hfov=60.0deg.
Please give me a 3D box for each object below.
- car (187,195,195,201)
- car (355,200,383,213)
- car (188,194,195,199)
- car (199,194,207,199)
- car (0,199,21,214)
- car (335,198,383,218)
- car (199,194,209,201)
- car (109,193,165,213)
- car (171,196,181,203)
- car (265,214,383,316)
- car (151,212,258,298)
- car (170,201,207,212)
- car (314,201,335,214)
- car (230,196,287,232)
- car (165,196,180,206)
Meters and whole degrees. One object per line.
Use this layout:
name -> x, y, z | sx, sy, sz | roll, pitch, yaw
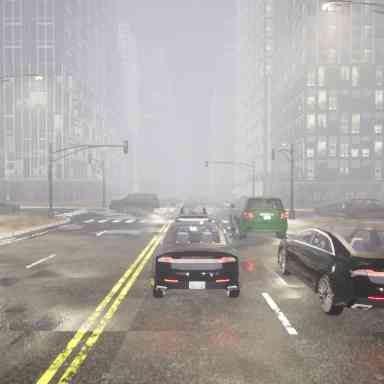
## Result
car -> -0.213, 1.457, 80.853 | 2.033, 1.411, 5.357 | 0, 0, 0
car -> 21.708, 1.642, 38.407 | 4.829, 1.417, 1.752 | 1, 0, 1
car -> -0.241, 1.337, 91.300 | 1.895, 1.301, 4.718 | 0, 0, 0
car -> 3.009, 1.294, 91.278 | 1.994, 1.385, 4.181 | 0, 0, 0
car -> -19.481, 1.408, 33.186 | 4.181, 1.385, 1.994 | 1, 1, 1
car -> 16.121, 1.519, 30.106 | 5.009, 1.841, 2.192 | 1, 0, 1
car -> 3.036, 1.513, 81.306 | 1.895, 1.301, 4.718 | 0, 0, 0
car -> -6.144, 1.134, 36.164 | 5.566, 2.045, 2.150 | 1, 1, 1
car -> -3.437, 1.493, 70.617 | 1.994, 1.385, 4.181 | 0, 0, 0
car -> 3.328, 1.488, 7.493 | 2.128, 1.511, 4.902 | 0, 0, 0
car -> 0.078, 1.488, 8.502 | 2.128, 1.511, 4.902 | 0, 0, 0
car -> 0.053, 1.482, 17.687 | 2.128, 1.511, 4.902 | 0, 0, 0
car -> 15.415, 1.668, 35.926 | 4.181, 1.385, 1.994 | 1, 1, 2
car -> 3.304, 1.213, 17.335 | 2.150, 2.045, 5.566 | 0, 0, 0
car -> -3.478, 1.455, 51.380 | 2.128, 1.511, 4.902 | 0, 0, 0
